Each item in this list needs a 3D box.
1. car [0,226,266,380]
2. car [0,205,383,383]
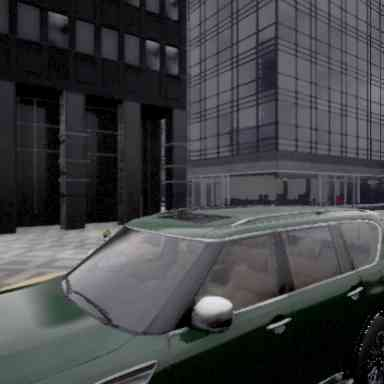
[{"bbox_3d":[-0.996,1.526,5.940,4.829,1.417,1.752,0,0,-35],"label":"car"},{"bbox_3d":[0.159,1.218,3.475,5.566,2.045,2.150,-1,0,-36],"label":"car"}]
